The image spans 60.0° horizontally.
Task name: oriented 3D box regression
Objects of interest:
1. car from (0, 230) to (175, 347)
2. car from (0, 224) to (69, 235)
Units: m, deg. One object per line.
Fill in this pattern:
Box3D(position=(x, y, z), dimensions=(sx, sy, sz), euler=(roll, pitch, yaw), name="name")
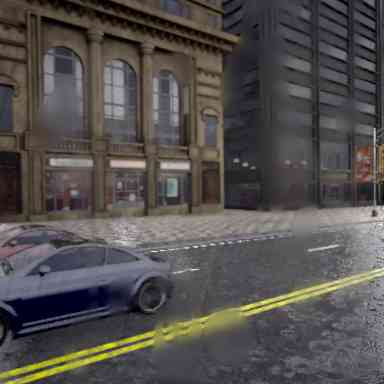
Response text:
Box3D(position=(-2.389, 1.563, 5.970), dimensions=(4.181, 1.385, 1.994), euler=(0, 0, -35), name="car")
Box3D(position=(-4.275, 1.563, 8.618), dimensions=(4.181, 1.385, 1.994), euler=(0, 0, -35), name="car")
